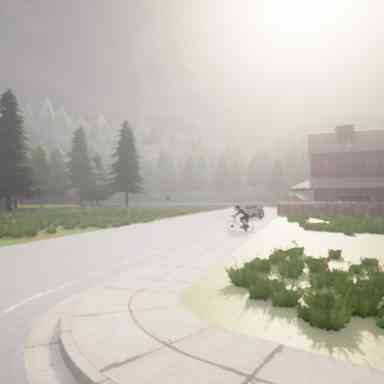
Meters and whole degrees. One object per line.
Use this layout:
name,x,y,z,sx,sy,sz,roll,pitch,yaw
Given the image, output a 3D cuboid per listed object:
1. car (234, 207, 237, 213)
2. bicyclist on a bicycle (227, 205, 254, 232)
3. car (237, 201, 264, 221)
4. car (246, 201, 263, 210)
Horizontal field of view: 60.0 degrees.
car,6.876,2.070,44.078,2.033,1.411,5.357,-1,-1,19
bicyclist on a bicycle,2.868,1.589,19.807,1.656,1.620,0.582,-1,-1,19
car,5.830,1.852,31.947,1.816,1.474,4.193,-7,-2,16
car,10.158,2.150,53.866,2.033,1.411,5.357,-1,-1,19
